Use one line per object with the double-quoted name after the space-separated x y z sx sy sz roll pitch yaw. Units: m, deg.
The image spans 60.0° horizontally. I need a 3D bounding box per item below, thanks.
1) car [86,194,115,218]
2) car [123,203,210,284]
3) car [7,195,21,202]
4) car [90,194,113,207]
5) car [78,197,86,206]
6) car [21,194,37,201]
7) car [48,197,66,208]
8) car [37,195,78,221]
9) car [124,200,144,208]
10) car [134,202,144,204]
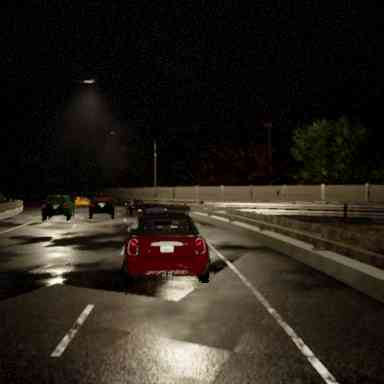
-8.405 1.272 30.910 2.150 2.045 5.566 0 0 -16 "car"
-0.752 1.364 9.883 2.097 1.767 4.553 0 0 -5 "car"
-43.046 1.514 78.691 4.892 1.490 1.837 0 0 40 "car"
-15.126 1.308 55.372 2.150 2.045 5.566 0 0 -31 "car"
-17.869 1.566 52.967 1.882 1.535 5.008 0 0 -30 "car"
-40.712 1.367 81.300 4.553 1.767 2.097 0 0 40 "car"
-20.863 1.597 51.210 1.837 1.490 4.892 1 0 -30 "car"
-11.281 1.273 28.264 2.150 2.045 5.566 0 0 -15 "car"
-5.780 1.555 34.169 1.837 1.490 4.892 0 0 -18 "car"
-2.565 1.594 21.773 1.994 1.385 4.181 0 0 -11 "car"
